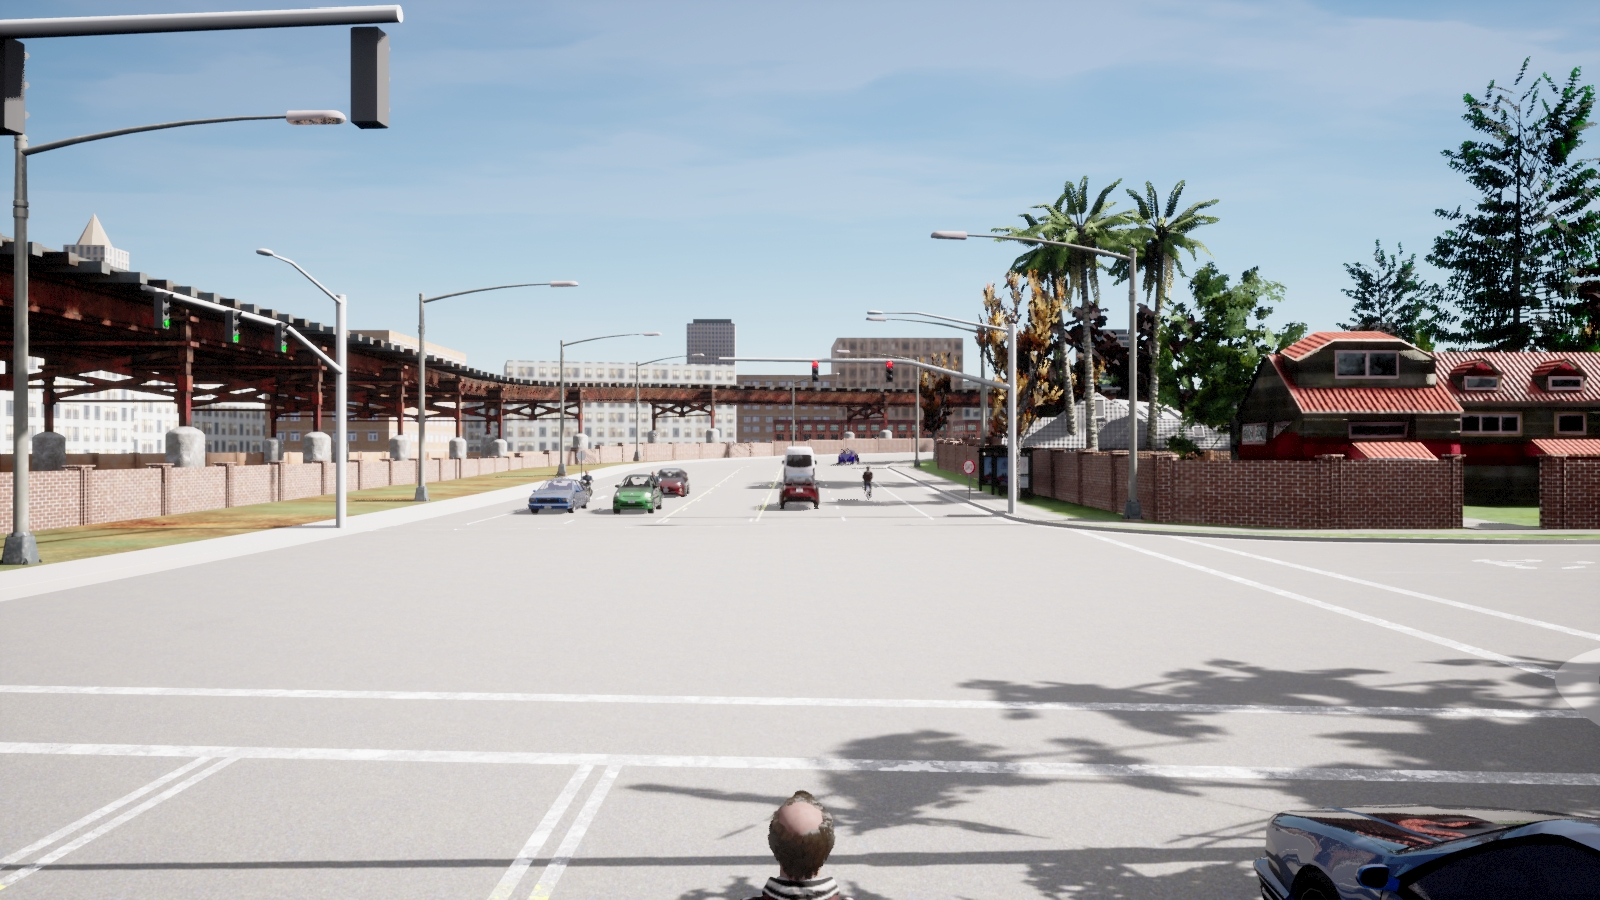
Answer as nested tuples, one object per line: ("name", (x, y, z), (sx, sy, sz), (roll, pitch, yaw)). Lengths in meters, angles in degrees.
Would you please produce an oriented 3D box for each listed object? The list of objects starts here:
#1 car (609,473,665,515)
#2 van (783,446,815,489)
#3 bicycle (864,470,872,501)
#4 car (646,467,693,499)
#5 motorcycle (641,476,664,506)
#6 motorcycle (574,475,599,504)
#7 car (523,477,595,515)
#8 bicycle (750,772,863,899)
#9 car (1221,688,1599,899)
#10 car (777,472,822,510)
("car", (-7.031, 1.877, 49.699), (1.851, 1.617, 3.988), (0, 1, 0))
("van", (-0.036, 1.058, 74.013), (1.988, 2.561, 5.915), (0, 1, 0))
("bicycle", (3.479, 1.823, 58.542), (0.329, 1.496, 1.835), (0, 1, 0))
("car", (-7.042, 1.768, 62.100), (2.007, 1.525, 4.514), (0, 1, 0))
("motorcycle", (-7.053, 1.947, 54.746), (0.856, 1.341, 1.805), (0, 1, 0))
("motorcycle", (-10.476, 1.934, 56.002), (0.856, 1.341, 1.805), (0, 1, 1))
("car", (-10.533, 1.979, 50.381), (2.033, 1.411, 5.357), (0, 1, 0))
("bicycle", (0.019, 2.048, 3.681), (0.329, 1.496, 1.835), (0, 0, 0))
("car", (3.467, 2.106, 4.038), (2.033, 1.411, 5.357), (0, 0, 1))
("car", (-0.031, 1.875, 53.202), (2.007, 1.525, 4.514), (0, 1, 0))
